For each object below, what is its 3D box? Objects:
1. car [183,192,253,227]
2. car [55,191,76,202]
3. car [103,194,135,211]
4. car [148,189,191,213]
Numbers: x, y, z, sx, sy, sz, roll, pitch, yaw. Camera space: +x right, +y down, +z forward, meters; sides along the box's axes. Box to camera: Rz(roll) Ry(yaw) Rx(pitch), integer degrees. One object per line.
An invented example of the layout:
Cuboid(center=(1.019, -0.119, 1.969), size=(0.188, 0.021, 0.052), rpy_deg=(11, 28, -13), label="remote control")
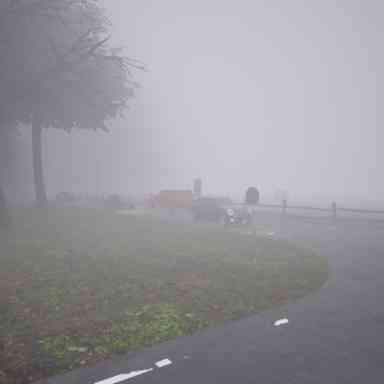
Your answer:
Cuboid(center=(1.739, 1.104, 20.956), size=(2.097, 1.767, 4.553), rpy_deg=(-1, 2, -36), label="car")
Cuboid(center=(-18.965, 0.608, 49.794), size=(2.097, 1.767, 4.553), rpy_deg=(-1, 1, -36), label="car")
Cuboid(center=(-7.478, 1.007, 33.738), size=(1.837, 1.490, 4.892), rpy_deg=(-1, 2, -36), label="car")
Cuboid(center=(-1.995, 0.771, 31.004), size=(2.150, 2.045, 5.566), rpy_deg=(-1, 2, -36), label="car")
